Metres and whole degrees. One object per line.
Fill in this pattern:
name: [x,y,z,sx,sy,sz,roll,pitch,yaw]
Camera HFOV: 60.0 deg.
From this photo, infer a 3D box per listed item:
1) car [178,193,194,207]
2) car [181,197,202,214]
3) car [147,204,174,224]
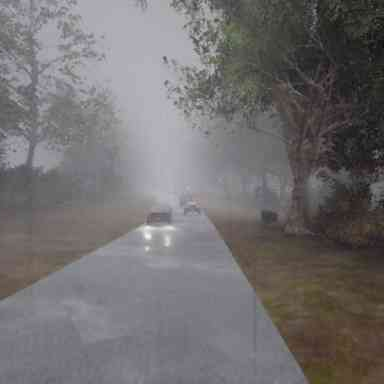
car: [-0.863,1.133,50.624,2.150,2.045,5.566,-1,2,-6]
car: [-0.015,1.733,38.405,1.812,1.442,4.674,-1,1,-2]
car: [-2.559,1.763,27.568,1.882,1.535,5.008,0,0,0]
